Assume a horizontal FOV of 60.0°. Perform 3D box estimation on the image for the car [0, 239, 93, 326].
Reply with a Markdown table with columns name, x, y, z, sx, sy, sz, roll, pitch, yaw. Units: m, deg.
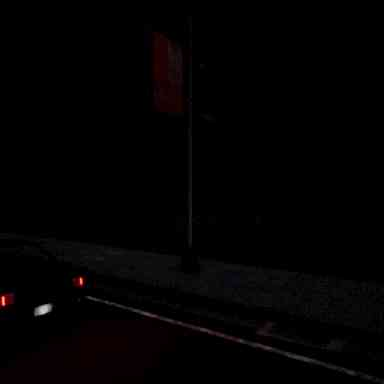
| name | x | y | z | sx | sy | sz | roll | pitch | yaw |
| --- | --- | --- | --- | --- | --- | --- | --- | --- | --- |
| car | -4.207 | 1.620 | 6.677 | 4.718 | 1.301 | 1.895 | 0 | 0 | 36 |
